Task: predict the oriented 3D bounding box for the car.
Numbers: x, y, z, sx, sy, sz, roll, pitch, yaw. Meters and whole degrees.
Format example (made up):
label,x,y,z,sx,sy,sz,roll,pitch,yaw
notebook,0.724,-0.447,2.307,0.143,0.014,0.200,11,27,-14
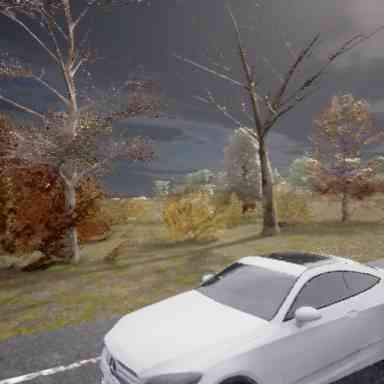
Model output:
label,x,y,z,sx,sy,sz,roll,pitch,yaw
car,1.184,1.601,4.444,4.674,1.442,1.812,0,-1,-32
